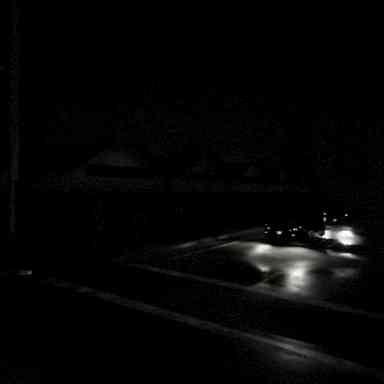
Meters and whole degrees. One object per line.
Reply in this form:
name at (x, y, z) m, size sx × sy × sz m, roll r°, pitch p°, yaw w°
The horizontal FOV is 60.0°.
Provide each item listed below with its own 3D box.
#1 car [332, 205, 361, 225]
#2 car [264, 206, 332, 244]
car at (11.119, 1.626, 24.672) m, size 1.895 × 1.301 × 4.718 m, roll 2°, pitch 1°, yaw 36°
car at (5.220, 1.531, 16.481) m, size 1.837 × 1.490 × 4.892 m, roll 2°, pitch 1°, yaw 36°
